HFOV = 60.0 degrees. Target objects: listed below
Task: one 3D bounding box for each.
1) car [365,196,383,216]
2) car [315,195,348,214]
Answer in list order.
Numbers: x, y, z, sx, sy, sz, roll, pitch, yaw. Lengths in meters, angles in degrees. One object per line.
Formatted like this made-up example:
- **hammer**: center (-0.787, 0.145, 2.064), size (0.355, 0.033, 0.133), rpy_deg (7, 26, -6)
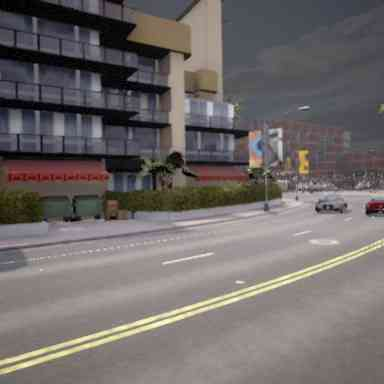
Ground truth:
- **car**: center (13.535, 0.968, 23.602), size (1.895, 1.301, 4.718), rpy_deg (-1, 1, 33)
- **car**: center (11.173, 0.941, 26.505), size (1.994, 1.385, 4.181), rpy_deg (-1, 1, 32)
